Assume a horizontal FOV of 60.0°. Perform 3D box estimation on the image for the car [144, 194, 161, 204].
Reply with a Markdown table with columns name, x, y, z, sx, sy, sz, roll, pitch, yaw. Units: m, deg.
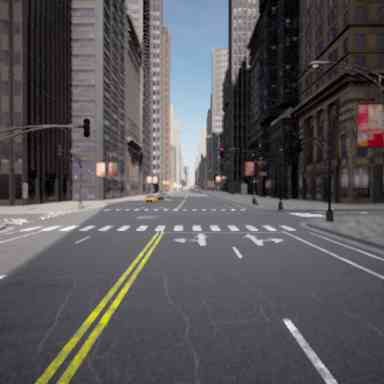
| name | x | y | z | sx | sy | sz | roll | pitch | yaw |
| --- | --- | --- | --- | --- | --- | --- | --- | --- | --- |
| car | -6.513 | 1.115 | 53.031 | 1.882 | 1.535 | 5.008 | 0 | 2 | 0 |

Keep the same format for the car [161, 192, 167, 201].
| name | x | y | z | sx | sy | sz | roll | pitch | yaw |
| --- | --- | --- | --- | --- | --- | --- | --- | --- | --- |
| car | -6.516 | 1.093 | 64.811 | 1.895 | 1.301 | 4.718 | 0 | 1 | 0 |

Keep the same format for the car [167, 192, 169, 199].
| name | x | y | z | sx | sy | sz | roll | pitch | yaw |
| --- | --- | --- | --- | --- | --- | --- | --- | --- | --- |
| car | -6.519 | 0.730 | 78.315 | 2.097 | 1.767 | 4.553 | 0 | 1 | 0 |
